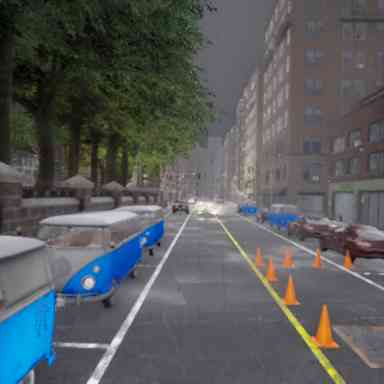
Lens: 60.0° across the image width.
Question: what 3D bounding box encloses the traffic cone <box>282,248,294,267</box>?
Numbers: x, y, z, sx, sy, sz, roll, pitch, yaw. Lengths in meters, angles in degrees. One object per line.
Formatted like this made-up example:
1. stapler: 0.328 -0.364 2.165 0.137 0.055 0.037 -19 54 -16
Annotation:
1. traffic cone: 3.247 2.188 11.229 0.340 0.580 0.340 2 -1 1

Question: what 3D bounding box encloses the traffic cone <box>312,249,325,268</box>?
1. traffic cone: 4.246 2.218 11.203 0.340 0.580 0.340 2 -1 1

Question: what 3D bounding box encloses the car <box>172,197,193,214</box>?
1. car: -1.344 1.743 41.655 2.192 1.841 5.009 2 -1 1

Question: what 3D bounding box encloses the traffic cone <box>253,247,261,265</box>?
1. traffic cone: 2.248 2.157 11.255 0.340 0.580 0.340 2 -1 1

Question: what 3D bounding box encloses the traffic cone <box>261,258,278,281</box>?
1. traffic cone: 2.196 2.133 9.256 0.340 0.580 0.340 2 -1 1

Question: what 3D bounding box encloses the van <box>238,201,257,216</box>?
1. van: 7.174 2.027 41.472 1.690 1.788 3.998 2 -1 1

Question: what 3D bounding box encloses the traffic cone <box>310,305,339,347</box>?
1. traffic cone: 2.093 2.083 5.258 0.340 0.580 0.340 2 -1 1

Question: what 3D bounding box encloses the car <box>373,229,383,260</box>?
1. car: 6.294 1.827 7.521 1.887 1.381 4.507 2 -1 1

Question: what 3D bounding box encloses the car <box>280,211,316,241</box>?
1. car: 6.584 2.003 18.837 1.802 1.307 4.206 2 -1 1

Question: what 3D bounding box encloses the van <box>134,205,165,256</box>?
1. van: -2.074 1.435 13.376 1.690 1.788 3.998 2 -1 1

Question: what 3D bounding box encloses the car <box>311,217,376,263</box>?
1. car: 6.439 1.934 13.178 1.802 1.307 4.206 2 -1 1

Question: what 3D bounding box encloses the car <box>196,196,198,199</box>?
1. car: -0.085 2.521 90.772 2.008 1.369 4.403 2 -1 1

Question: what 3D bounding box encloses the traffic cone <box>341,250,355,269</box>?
1. traffic cone: 5.245 2.248 11.177 0.340 0.580 0.340 2 -1 1

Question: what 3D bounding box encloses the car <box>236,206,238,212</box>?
1. car: 7.314 2.316 47.128 1.947 1.339 4.313 2 -1 1

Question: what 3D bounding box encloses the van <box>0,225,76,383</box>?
1. van: -2.365 1.294 2.065 1.690 1.788 3.998 2 -1 1

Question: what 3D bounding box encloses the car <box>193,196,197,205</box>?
1. car: -0.229 2.432 85.154 1.752 1.417 4.829 2 -1 1

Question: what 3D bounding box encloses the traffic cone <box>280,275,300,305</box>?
1. traffic cone: 2.145 2.108 7.257 0.340 0.580 0.340 2 -1 1

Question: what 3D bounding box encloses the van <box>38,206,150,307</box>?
1. van: -2.220 1.365 7.720 1.690 1.788 3.998 2 -1 1

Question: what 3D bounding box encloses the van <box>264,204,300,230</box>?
1. van: 6.737 1.830 24.497 1.690 1.788 3.998 2 -1 1

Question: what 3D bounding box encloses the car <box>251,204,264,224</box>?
1. car: 6.877 2.100 30.153 1.887 1.381 4.507 2 -1 1
